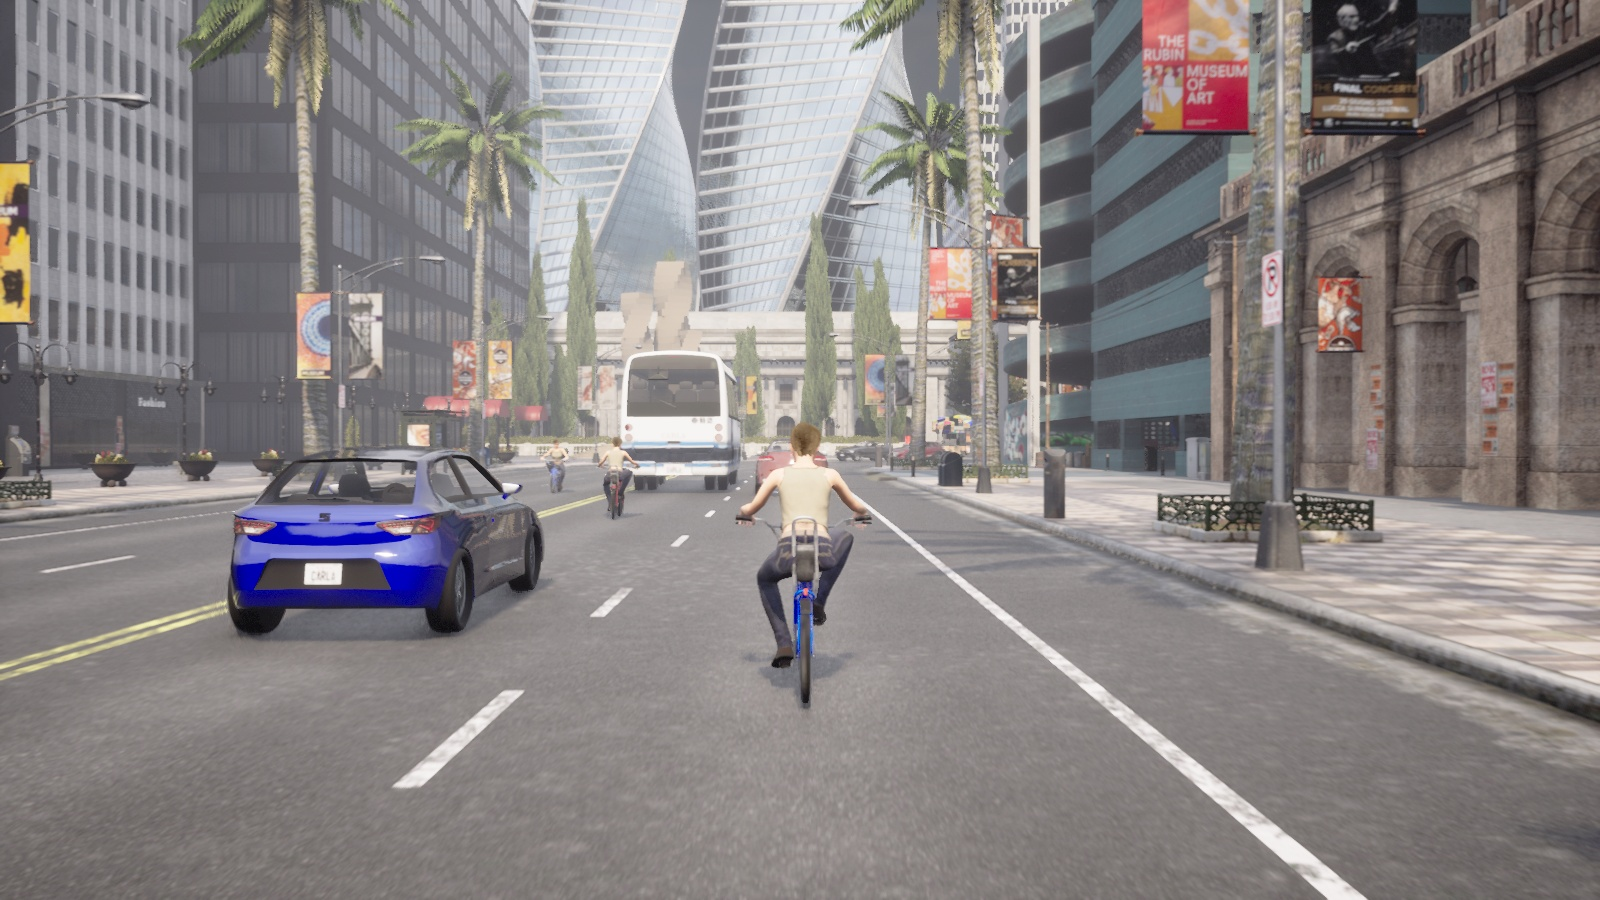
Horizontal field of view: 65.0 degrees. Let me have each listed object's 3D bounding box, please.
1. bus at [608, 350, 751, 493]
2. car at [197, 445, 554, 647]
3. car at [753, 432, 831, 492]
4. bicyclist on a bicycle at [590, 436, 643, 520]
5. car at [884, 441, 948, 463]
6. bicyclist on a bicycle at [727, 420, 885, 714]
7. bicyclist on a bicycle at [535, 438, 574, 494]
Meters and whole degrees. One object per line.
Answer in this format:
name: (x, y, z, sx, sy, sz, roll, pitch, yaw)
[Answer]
bus: (-3.790, -0.873, 42.581, 3.944, 4.253, 10.273, 0, 0, -1)
car: (-3.508, 0.694, 11.266, 1.816, 1.474, 4.193, 0, 0, 0)
car: (-0.244, 0.314, 37.407, 2.152, 1.651, 5.027, 0, 0, -1)
bicyclist on a bicycle: (-3.626, 0.540, 24.928, 0.866, 1.612, 1.509, 0, 0, -1)
car: (9.109, 0.128, 98.649, 4.856, 1.649, 2.033, 0, 0, -35)
bicyclist on a bicycle: (0.023, 0.640, 7.642, 0.866, 1.612, 1.509, 0, 0, -1)
bicyclist on a bicycle: (-7.236, 0.468, 37.033, 0.866, 1.612, 1.509, 0, 0, 0)
